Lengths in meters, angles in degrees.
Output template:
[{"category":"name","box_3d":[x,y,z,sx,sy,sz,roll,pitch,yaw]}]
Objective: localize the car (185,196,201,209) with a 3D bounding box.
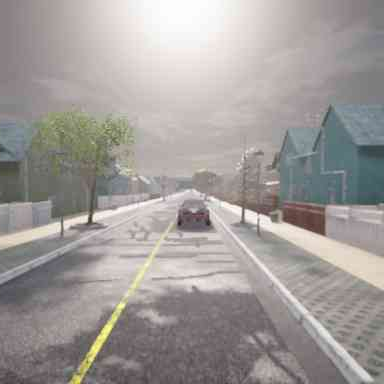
[{"category":"car","box_3d":[0.115,1.309,42.119,1.837,1.490,4.892,0,0,0]}]

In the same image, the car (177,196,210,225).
[{"category":"car","box_3d":[0.108,1.243,23.185,2.097,1.767,4.553,0,0,0]}]
